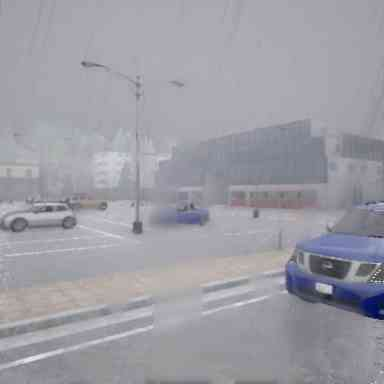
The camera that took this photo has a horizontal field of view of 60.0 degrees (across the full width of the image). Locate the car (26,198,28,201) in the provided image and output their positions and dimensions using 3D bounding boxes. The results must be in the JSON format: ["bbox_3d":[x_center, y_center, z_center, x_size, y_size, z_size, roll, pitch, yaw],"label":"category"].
[{"bbox_3d":[-24.558,1.266,53.496,3.806,1.475,1.970,0,0,-35],"label":"car"}]

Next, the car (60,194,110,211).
[{"bbox_3d":[-11.286,1.132,35.788,4.605,1.855,1.932,0,0,-35],"label":"car"}]

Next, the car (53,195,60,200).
[{"bbox_3d":[-13.288,1.110,37.934,3.866,1.878,1.905,0,0,-35],"label":"car"}]

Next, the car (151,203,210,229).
[{"bbox_3d":[-0.754,1.407,20.476,3.633,1.501,1.845,0,0,-35],"label":"car"}]

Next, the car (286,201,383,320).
[{"bbox_3d":[4.454,1.242,7.119,5.566,2.045,2.150,0,0,-35],"label":"car"}]

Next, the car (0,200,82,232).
[{"bbox_3d":[-8.544,1.396,18.669,3.806,1.475,1.970,0,0,-35],"label":"car"}]

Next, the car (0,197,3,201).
[{"bbox_3d":[-32.434,1.312,52.461,4.514,1.523,2.007,0,0,-35],"label":"car"}]

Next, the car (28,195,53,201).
[{"bbox_3d":[-20.617,1.188,48.421,5.027,1.636,2.152,0,0,-35],"label":"car"}]
